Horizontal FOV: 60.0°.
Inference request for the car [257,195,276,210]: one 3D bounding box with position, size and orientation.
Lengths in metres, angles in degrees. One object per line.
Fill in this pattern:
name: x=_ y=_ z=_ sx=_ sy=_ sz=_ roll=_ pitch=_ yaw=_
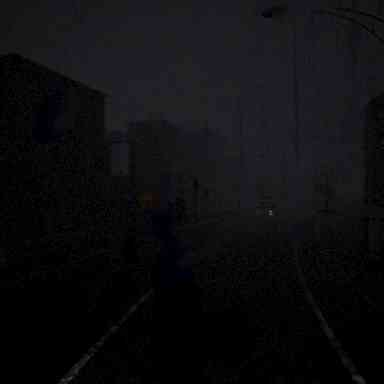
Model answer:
car: x=11.048 y=1.474 z=49.002 sx=2.150 sy=2.045 sz=5.566 roll=1 pitch=0 yaw=19
